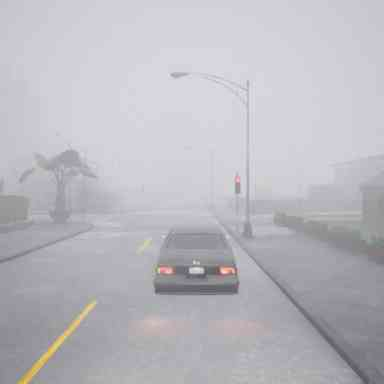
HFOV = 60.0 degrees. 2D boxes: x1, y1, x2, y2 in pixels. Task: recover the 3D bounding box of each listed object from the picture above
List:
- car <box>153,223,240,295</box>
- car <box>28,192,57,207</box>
[{"bbox_3d":[0.099,1.547,8.855,2.033,1.411,5.357,0,0,0],"label":"car"},{"bbox_3d":[-19.748,0.985,43.898,1.905,1.878,3.866,0,0,35],"label":"car"}]
